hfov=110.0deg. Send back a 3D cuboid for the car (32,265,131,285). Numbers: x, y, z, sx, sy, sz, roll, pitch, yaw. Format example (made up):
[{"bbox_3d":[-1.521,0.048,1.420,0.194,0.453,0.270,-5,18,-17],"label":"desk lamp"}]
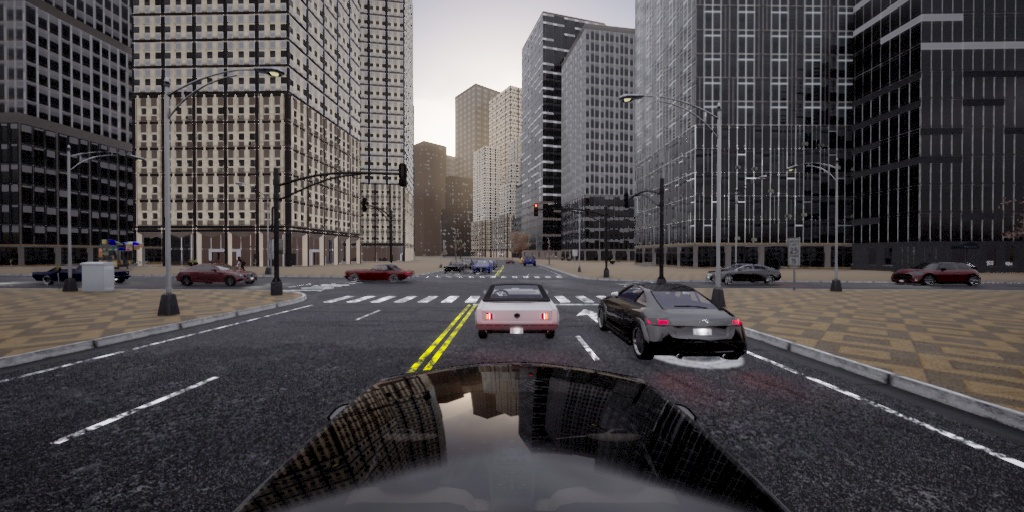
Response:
[{"bbox_3d":[-28.565,1.226,23.924,4.718,1.301,1.895,0,0,1],"label":"car"}]

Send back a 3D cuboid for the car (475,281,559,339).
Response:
[{"bbox_3d":[0.110,1.348,10.078,1.895,1.301,4.718,0,0,0],"label":"car"}]

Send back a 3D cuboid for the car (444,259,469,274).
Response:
[{"bbox_3d":[-6.547,1.320,41.361,1.895,1.301,4.718,0,0,0],"label":"car"}]

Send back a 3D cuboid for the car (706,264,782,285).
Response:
[{"bbox_3d":[16.849,1.301,26.211,4.902,1.511,2.128,0,0,1],"label":"car"}]

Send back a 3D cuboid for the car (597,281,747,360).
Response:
[{"bbox_3d":[3.364,1.312,8.361,1.994,1.385,4.181,0,0,0],"label":"car"}]

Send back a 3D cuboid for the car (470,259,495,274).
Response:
[{"bbox_3d":[-3.296,1.198,40.688,1.882,1.535,5.008,0,0,0],"label":"car"}]

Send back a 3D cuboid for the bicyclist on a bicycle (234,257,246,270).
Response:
[{"bbox_3d":[-24.665,0.871,32.554,0.582,1.620,1.656,0,1,1],"label":"bicyclist on a bicycle"}]

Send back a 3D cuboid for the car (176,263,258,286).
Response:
[{"bbox_3d":[-19.456,1.194,23.683,4.674,1.442,1.812,0,0,1],"label":"car"}]

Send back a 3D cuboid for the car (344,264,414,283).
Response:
[{"bbox_3d":[-9.846,1.287,26.655,4.718,1.301,1.895,0,0,1],"label":"car"}]

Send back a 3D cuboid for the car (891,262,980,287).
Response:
[{"bbox_3d":[30.449,1.222,25.902,4.553,1.767,2.097,0,0,1],"label":"car"}]

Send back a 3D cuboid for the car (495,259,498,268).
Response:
[{"bbox_3d":[-3.282,1.229,50.032,1.812,1.442,4.674,0,0,0],"label":"car"}]
